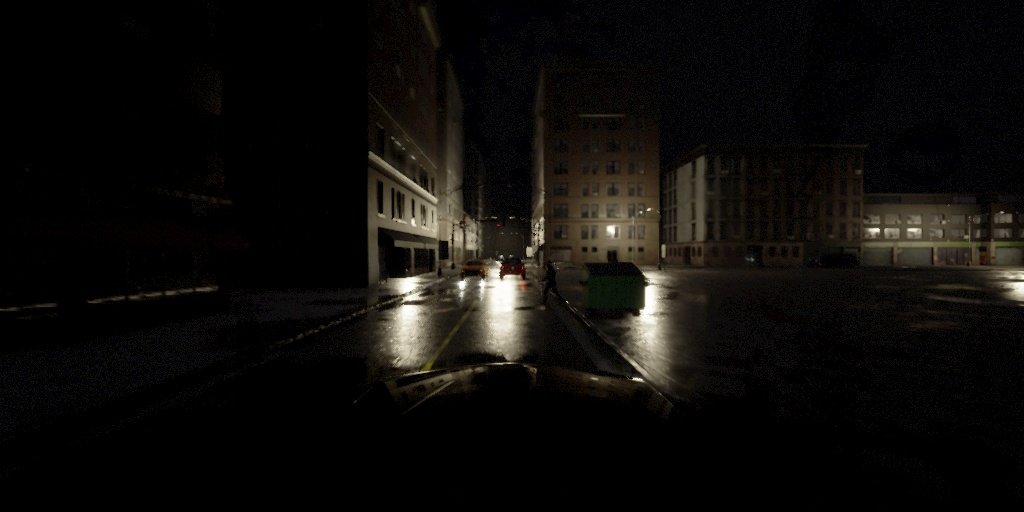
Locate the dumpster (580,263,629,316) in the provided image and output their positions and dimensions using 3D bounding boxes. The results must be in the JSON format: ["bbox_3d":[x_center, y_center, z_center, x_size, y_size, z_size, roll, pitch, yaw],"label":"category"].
[{"bbox_3d":[3.134,1.078,12.339,1.020,1.700,1.940,0,0,0],"label":"dumpster"}]

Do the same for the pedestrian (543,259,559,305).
[{"bbox_3d":[1.470,0.968,13.556,0.375,1.860,0.375,0,0,-5],"label":"pedestrian"}]

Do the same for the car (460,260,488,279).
[{"bbox_3d":[-3.077,1.046,29.814,1.882,1.535,5.008,0,0,0],"label":"car"}]

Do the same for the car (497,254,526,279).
[{"bbox_3d":[0.071,0.920,30.008,2.097,1.767,4.553,0,0,0],"label":"car"}]
